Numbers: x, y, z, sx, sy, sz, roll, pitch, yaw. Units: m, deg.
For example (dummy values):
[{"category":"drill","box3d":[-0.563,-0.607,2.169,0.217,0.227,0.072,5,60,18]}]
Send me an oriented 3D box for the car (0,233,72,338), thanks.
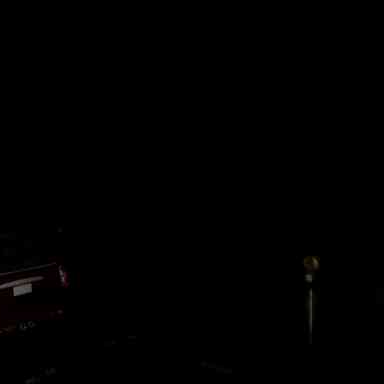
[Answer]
[{"category":"car","box3d":[-4.033,1.440,5.949,4.097,1.590,1.967,0,0,35]}]
